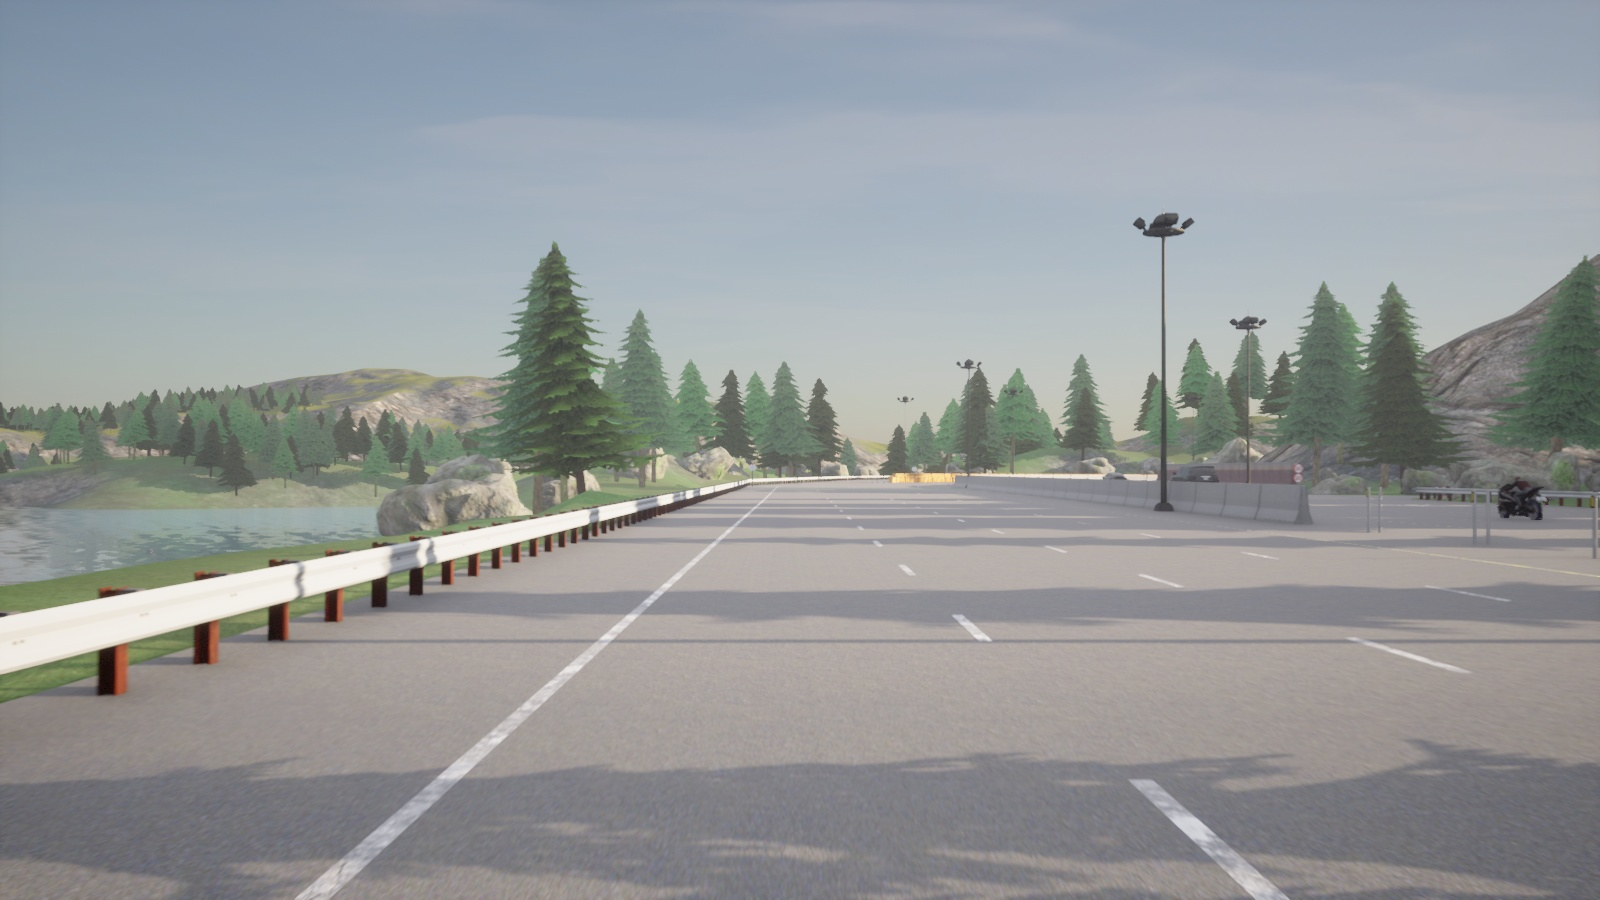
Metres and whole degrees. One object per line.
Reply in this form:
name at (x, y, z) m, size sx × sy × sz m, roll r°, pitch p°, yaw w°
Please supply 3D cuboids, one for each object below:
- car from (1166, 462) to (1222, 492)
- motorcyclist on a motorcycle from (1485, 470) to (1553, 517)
car at (27.736, 1.896, 88.605) m, size 2.150 × 2.045 × 5.566 m, roll 0°, pitch -1°, yaw 0°
motorcyclist on a motorcycle at (24.460, 1.463, 42.772) m, size 0.866 × 1.530 × 2.191 m, roll 1°, pitch -1°, yaw -6°
